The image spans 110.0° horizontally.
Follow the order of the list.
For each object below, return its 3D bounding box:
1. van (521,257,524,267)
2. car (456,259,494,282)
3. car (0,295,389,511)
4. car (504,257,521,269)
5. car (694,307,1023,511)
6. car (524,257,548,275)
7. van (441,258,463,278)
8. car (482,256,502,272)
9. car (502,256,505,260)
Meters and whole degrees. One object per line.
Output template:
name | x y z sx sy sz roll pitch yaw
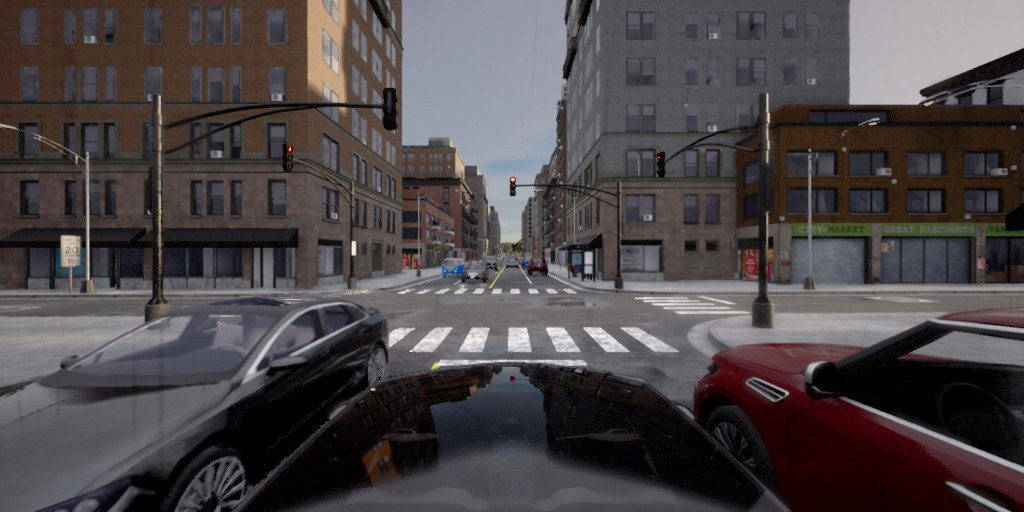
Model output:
van | 2.716 1.075 54.736 1.690 1.789 3.998 0 0 0
car | -2.838 1.234 28.367 2.128 1.511 4.902 0 0 0
car | -2.850 1.241 3.805 2.128 1.511 4.902 0 0 0
car | 0.081 1.297 57.942 1.994 1.385 4.181 0 0 1
car | 2.637 1.065 1.146 2.192 1.841 5.009 0 0 0
car | 2.723 1.054 38.517 2.192 1.841 5.009 0 0 0
van | -5.392 1.082 33.113 1.690 1.789 3.998 0 0 0
car | -2.824 0.958 45.521 2.150 2.045 5.566 0 0 0
car | -2.720 1.189 62.490 2.033 1.411 5.357 0 0 0
